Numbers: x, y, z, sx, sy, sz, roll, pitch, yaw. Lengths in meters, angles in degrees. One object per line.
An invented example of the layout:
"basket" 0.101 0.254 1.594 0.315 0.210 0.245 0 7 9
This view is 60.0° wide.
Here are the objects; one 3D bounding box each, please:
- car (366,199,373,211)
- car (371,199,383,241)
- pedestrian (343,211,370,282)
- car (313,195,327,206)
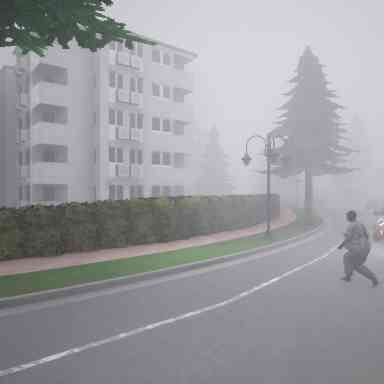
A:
"car" 21.648 1.491 38.513 2.128 1.511 4.902 0 0 12
"car" 10.033 1.356 16.086 2.097 1.767 4.553 0 0 29
"pedestrian" 3.947 1.294 7.988 0.375 1.860 0.375 0 0 44
"car" 21.088 1.351 55.591 2.097 1.767 4.553 0 0 9
